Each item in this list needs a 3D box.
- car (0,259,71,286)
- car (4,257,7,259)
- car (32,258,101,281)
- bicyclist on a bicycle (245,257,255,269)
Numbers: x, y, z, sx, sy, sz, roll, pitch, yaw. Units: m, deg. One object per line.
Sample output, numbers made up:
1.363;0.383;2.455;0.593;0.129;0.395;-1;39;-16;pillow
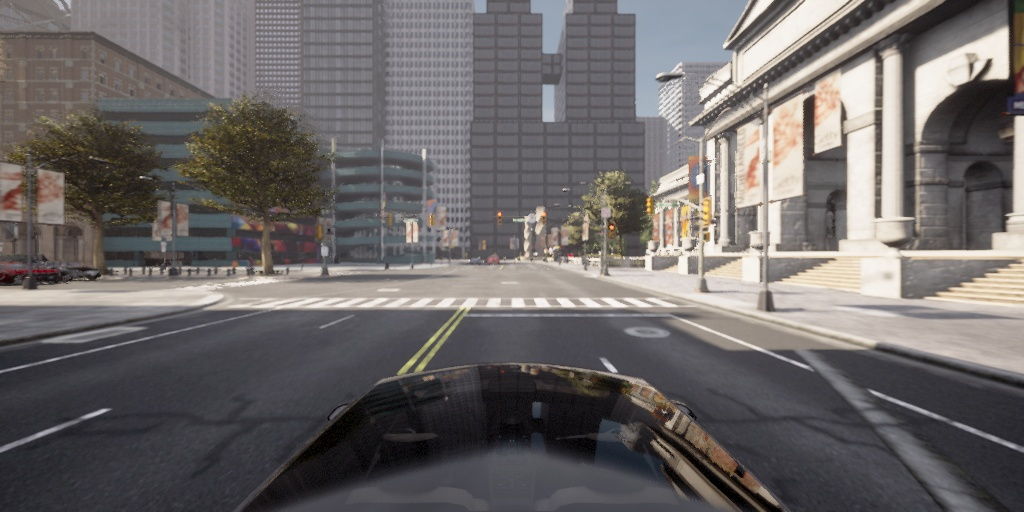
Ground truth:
-33.233;1.156;23.897;5.008;1.535;1.882;0;0;0;car
-53.807;1.145;35.399;4.892;1.490;1.837;0;0;0;car
-34.459;1.159;27.395;4.902;1.511;2.128;0;0;0;car
-34.243;0.907;46.866;0.582;1.620;1.656;0;0;0;bicyclist on a bicycle
